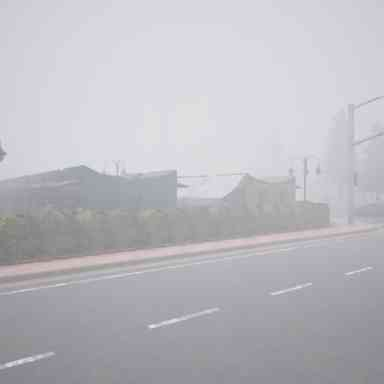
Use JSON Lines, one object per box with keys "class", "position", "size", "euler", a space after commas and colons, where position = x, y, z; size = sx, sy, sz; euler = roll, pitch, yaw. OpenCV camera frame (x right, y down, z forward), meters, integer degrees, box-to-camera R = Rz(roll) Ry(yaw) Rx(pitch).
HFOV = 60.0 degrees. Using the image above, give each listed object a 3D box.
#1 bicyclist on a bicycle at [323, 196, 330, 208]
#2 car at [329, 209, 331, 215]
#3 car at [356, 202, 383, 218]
{"class": "bicyclist on a bicycle", "position": [17.953, 1.302, 44.314], "size": [1.656, 1.620, 0.582], "euler": [0, 0, -37]}
{"class": "car", "position": [10.021, 1.547, 30.817], "size": [2.033, 1.411, 5.357], "euler": [0, 0, -37]}
{"class": "car", "position": [16.429, 1.564, 28.492], "size": [1.994, 1.385, 4.181], "euler": [0, 0, -40]}
